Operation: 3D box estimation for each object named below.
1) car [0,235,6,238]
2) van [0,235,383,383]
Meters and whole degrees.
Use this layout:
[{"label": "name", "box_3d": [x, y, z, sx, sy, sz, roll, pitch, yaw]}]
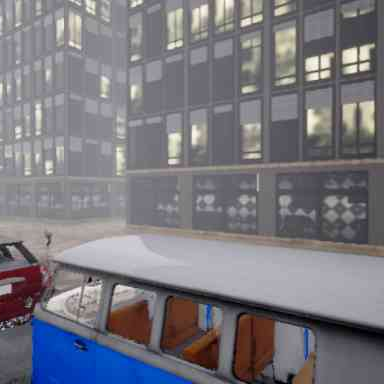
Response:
[{"label": "car", "box_3d": [-4.312, 1.448, 5.921, 4.097, 1.590, 1.967, 0, 0, 35]}, {"label": "van", "box_3d": [0.333, 1.339, 2.630, 3.998, 1.788, 1.690, 0, 0, 35]}]
